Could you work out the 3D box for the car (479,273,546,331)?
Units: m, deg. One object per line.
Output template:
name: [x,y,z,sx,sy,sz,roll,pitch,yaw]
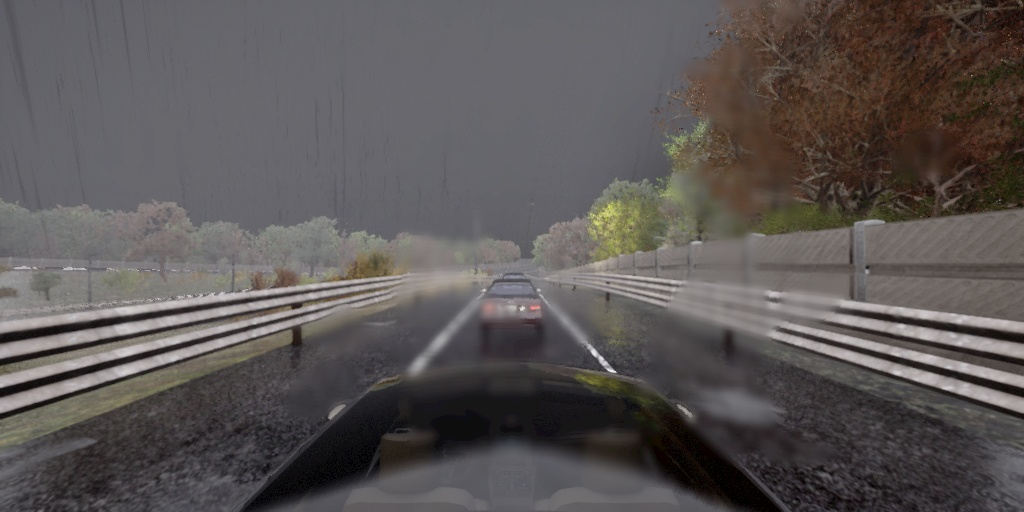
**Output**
car: [0.014,1.429,11.470,2.033,1.411,5.357,0,-1,0]
